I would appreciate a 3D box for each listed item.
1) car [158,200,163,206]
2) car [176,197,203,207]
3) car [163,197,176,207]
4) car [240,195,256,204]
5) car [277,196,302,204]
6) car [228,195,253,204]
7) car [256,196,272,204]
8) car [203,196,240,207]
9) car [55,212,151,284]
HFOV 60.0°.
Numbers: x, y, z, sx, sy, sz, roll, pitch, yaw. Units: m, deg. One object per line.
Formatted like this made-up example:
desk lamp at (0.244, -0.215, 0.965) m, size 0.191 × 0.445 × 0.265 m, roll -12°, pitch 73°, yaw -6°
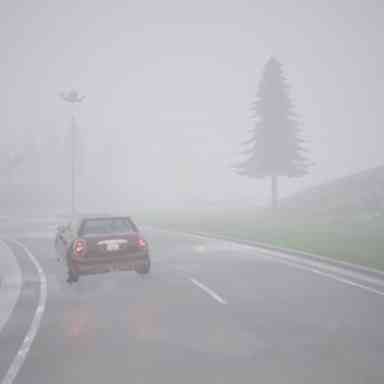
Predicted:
car at (-3.452, 1.542, 56.933) m, size 5.008 × 1.535 × 1.882 m, roll 0°, pitch 0°, yaw -33°
car at (0.459, 1.532, 51.154) m, size 4.892 × 1.490 × 1.837 m, roll -1°, pitch 0°, yaw -34°
car at (-1.658, 1.525, 53.940) m, size 5.008 × 1.535 × 1.882 m, roll 0°, pitch 0°, yaw -34°
car at (10.031, 1.454, 61.742) m, size 4.892 × 1.490 × 1.837 m, roll -1°, pitch 0°, yaw -33°
car at (17.341, 1.412, 58.220) m, size 4.674 × 1.442 × 1.812 m, roll 0°, pitch 0°, yaw -33°
car at (9.691, 1.459, 65.687) m, size 4.892 × 1.490 × 1.837 m, roll -1°, pitch 0°, yaw -34°
car at (14.323, 1.477, 60.402) m, size 4.181 × 1.385 × 1.994 m, roll -1°, pitch 0°, yaw -33°
car at (4.413, 1.593, 49.594) m, size 4.718 × 1.301 × 1.895 m, roll 0°, pitch 0°, yaw -34°
car at (-2.897, 1.384, 10.133) m, size 2.097 × 1.767 × 4.553 m, roll -1°, pitch 0°, yaw -26°
